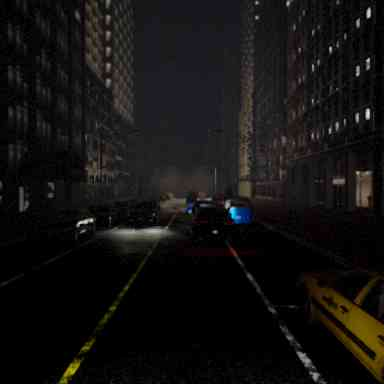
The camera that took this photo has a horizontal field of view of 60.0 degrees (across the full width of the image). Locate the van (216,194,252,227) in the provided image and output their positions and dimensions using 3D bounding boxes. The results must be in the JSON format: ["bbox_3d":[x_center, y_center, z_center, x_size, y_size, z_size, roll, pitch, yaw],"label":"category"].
[{"bbox_3d":[2.682,1.207,21.075,1.690,1.788,3.998,-1,0,0],"label":"van"}]

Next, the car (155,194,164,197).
[{"bbox_3d":[-5.694,1.238,49.495,2.008,1.369,4.403,-1,0,0],"label":"car"}]

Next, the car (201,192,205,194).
[{"bbox_3d":[2.689,1.165,60.861,2.008,1.369,4.403,-1,0,0],"label":"car"}]

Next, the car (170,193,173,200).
[{"bbox_3d":[-5.691,1.124,72.229,1.802,1.307,4.206,-1,0,0],"label":"car"}]

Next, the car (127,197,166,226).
[{"bbox_3d":[-3.098,1.334,22.598,1.882,1.535,5.008,0,0,0],"label":"car"}]

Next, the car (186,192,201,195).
[{"bbox_3d":[0.005,1.152,51.491,1.882,1.535,5.008,0,1,0],"label":"car"}]

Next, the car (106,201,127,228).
[{"bbox_3d":[-5.696,1.432,21.078,1.947,1.339,4.313,-1,0,0],"label":"car"}]

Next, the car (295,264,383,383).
[{"bbox_3d":[2.682,1.498,4.196,1.752,1.417,4.829,-1,0,0],"label":"car"}]

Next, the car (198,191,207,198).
[{"bbox_3d":[2.689,0.748,89.278,2.192,1.841,5.009,-1,0,0],"label":"car"}]

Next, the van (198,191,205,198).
[{"bbox_3d":[2.690,0.737,94.961,1.690,1.788,3.998,-1,0,0],"label":"van"}]

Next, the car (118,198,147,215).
[{"bbox_3d":[-5.696,1.346,32.445,2.008,1.369,4.403,-1,0,0],"label":"car"}]

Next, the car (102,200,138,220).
[{"bbox_3d":[-5.696,1.375,26.761,1.887,1.381,4.507,-1,0,0],"label":"car"}]

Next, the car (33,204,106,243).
[{"bbox_3d":[-5.697,1.453,15.394,2.008,1.369,4.403,-1,0,0],"label":"car"}]

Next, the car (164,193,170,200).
[{"bbox_3d":[-5.692,1.166,60.862,2.008,1.369,4.403,-1,0,0],"label":"car"}]

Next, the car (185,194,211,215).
[{"bbox_3d":[0.646,1.278,31.521,1.882,1.535,5.008,0,0,6],"label":"car"}]

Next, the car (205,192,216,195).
[{"bbox_3d":[2.683,1.109,32.442,2.192,1.841,5.009,-1,0,0],"label":"car"}]

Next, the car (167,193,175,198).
[{"bbox_3d":[-5.689,0.960,89.110,1.752,1.417,4.829,-1,0,0],"label":"car"}]

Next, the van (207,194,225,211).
[{"bbox_3d":[2.684,1.100,38.126,1.690,1.788,3.998,-1,0,0],"label":"van"}]

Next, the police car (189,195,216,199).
[{"bbox_3d":[0.902,1.263,25.533,1.930,1.638,5.238,0,0,0],"label":"police car"}]

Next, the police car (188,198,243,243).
[{"bbox_3d":[0.900,1.327,15.532,1.930,1.638,5.238,0,0,0],"label":"police car"}]
